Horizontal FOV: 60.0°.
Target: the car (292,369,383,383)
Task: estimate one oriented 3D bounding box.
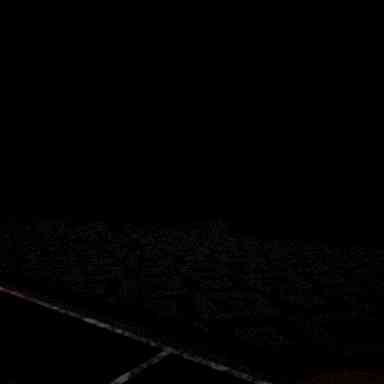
[{"bbox_3d":[2.501,1.532,1.173,4.829,1.417,1.752,0,0,36],"label":"car"}]
